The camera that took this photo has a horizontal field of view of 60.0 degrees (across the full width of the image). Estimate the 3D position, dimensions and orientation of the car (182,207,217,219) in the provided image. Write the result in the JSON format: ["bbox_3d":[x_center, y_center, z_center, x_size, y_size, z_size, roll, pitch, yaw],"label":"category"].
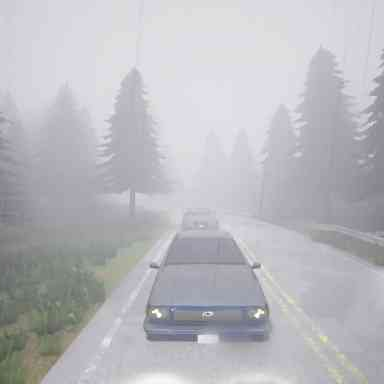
[{"bbox_3d":[0.410,1.584,19.144,1.994,1.385,4.181,0,0,-2],"label":"car"}]

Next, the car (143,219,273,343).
[{"bbox_3d":[0.254,1.557,7.059,2.033,1.411,5.357,0,0,1],"label":"car"}]
